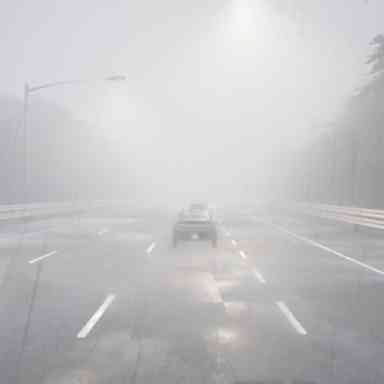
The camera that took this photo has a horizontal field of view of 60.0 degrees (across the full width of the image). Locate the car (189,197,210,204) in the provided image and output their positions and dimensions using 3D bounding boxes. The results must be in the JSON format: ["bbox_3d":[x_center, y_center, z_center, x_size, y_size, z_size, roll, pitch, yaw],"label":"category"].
[{"bbox_3d":[0.637,1.556,34.187,1.812,1.442,4.674,0,0,2],"label":"car"}]

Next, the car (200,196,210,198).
[{"bbox_3d":[1.447,1.598,52.256,1.812,1.442,4.674,0,0,3],"label":"car"}]

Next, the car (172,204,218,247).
[{"bbox_3d":[0.140,1.504,15.115,2.128,1.511,4.902,0,0,1],"label":"car"}]
